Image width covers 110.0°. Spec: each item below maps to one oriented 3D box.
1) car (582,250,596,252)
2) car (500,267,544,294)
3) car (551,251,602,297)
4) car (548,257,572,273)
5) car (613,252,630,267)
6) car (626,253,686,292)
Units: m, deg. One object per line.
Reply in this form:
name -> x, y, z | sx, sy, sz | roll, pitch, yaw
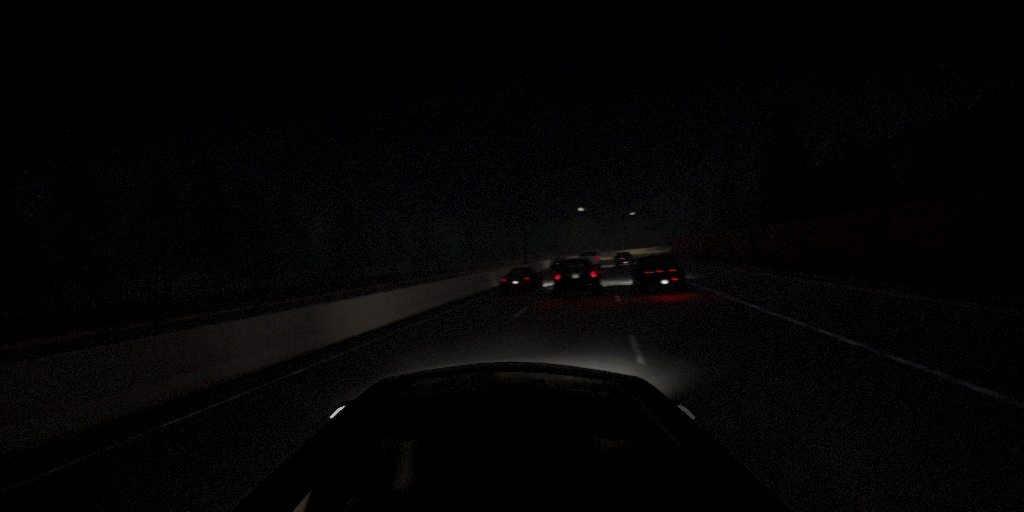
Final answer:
car -> 8.274, 0.420, 38.068 | 2.150, 2.045, 5.566 | -6, 0, 14
car -> 0.658, 1.386, 21.554 | 1.994, 1.385, 4.181 | -6, 0, 14
car -> 3.290, 0.891, 17.757 | 2.097, 1.767, 4.553 | -6, 0, 14
car -> 5.635, 0.972, 41.819 | 2.128, 1.511, 4.902 | -6, 0, 14
car -> 12.052, 0.344, 38.730 | 1.837, 1.490, 4.892 | -6, 0, 14
car -> 6.598, 0.717, 16.548 | 1.837, 1.490, 4.892 | -6, 0, 14
